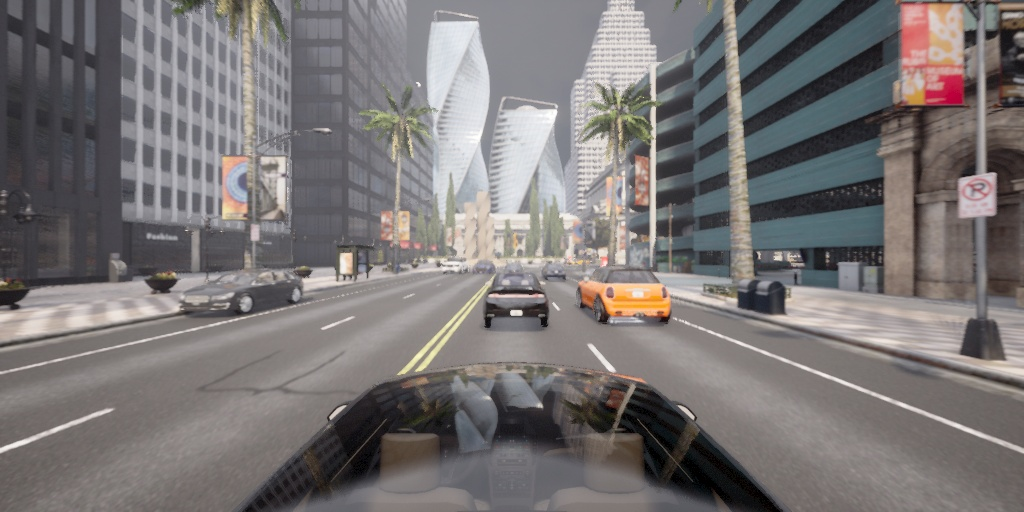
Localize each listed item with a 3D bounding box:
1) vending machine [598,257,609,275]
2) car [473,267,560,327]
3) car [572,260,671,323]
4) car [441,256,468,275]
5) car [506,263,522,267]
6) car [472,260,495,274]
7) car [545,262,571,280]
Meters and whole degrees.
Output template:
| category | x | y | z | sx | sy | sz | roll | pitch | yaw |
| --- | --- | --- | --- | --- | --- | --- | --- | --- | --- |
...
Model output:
| category | x | y | z | sx | sy | sz | roll | pitch | yaw |
| --- | --- | --- | --- | --- | --- | --- | --- | --- | --- |
| vending machine | 11.816 | 1.046 | 45.549 | 1.100 | 2.100 | 0.880 | 0 | 0 | 15 |
| car | 0.115 | 1.264 | 11.692 | 2.128 | 1.511 | 4.902 | 0 | 0 | 0 |
| car | 3.617 | 1.127 | 12.409 | 2.097 | 1.767 | 4.553 | 0 | 0 | 0 |
| car | -6.617 | 1.059 | 42.187 | 2.150 | 2.045 | 5.566 | 0 | 0 | 5 |
| car | 0.150 | 1.364 | 32.069 | 2.033 | 1.411 | 5.357 | 0 | 0 | 0 |
| car | -3.157 | 1.187 | 40.606 | 2.097 | 1.767 | 4.553 | 0 | 0 | 5 |
| car | 3.650 | 1.365 | 32.009 | 2.033 | 1.411 | 5.357 | 0 | 0 | 0 |
